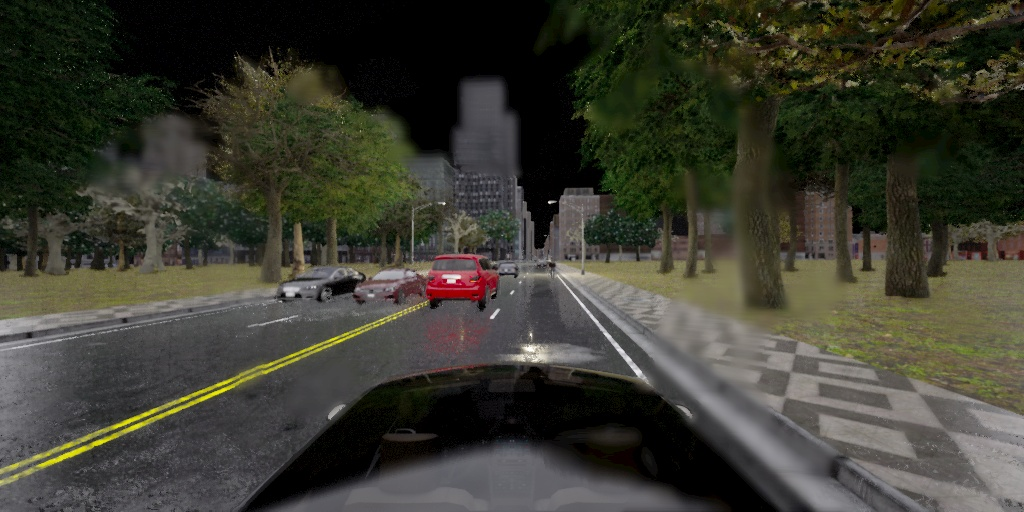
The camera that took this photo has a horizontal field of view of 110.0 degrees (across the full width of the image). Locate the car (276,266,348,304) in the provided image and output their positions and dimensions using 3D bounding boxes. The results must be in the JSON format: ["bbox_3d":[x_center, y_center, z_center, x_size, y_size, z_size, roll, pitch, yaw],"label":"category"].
[{"bbox_3d":[-8.494,1.242,16.499,2.128,1.511,4.902,0,0,5],"label":"car"}]

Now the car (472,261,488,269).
[{"bbox_3d":[-5.098,1.420,57.780,1.895,1.301,4.718,0,0,5],"label":"car"}]

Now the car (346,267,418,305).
[{"bbox_3d":[-5.261,1.277,16.157,1.812,1.442,4.674,0,0,5],"label":"car"}]

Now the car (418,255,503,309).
[{"bbox_3d":[-1.882,0.972,15.148,2.150,2.045,5.566,0,0,5],"label":"car"}]

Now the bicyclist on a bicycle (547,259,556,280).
[{"bbox_3d":[3.443,1.134,30.610,0.659,1.776,1.843,0,0,5],"label":"bicyclist on a bicycle"}]

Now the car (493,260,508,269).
[{"bbox_3d":[-1.774,1.386,58.500,1.994,1.385,4.181,0,0,5],"label":"car"}]

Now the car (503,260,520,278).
[{"bbox_3d":[-0.299,1.316,34.447,2.033,1.411,5.357,0,0,5],"label":"car"}]
